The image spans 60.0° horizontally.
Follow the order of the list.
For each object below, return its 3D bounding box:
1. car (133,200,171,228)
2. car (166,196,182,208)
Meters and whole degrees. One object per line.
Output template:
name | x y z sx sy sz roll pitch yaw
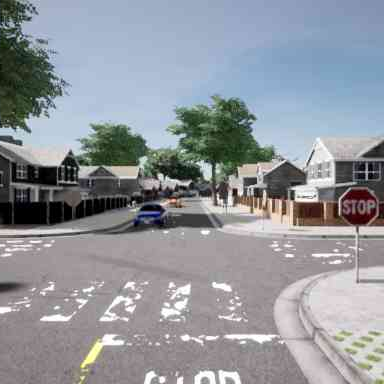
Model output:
car | -2.687 1.535 22.263 1.812 1.442 4.674 0 0 0
car | -2.613 1.330 47.919 2.097 1.767 4.553 0 0 0
